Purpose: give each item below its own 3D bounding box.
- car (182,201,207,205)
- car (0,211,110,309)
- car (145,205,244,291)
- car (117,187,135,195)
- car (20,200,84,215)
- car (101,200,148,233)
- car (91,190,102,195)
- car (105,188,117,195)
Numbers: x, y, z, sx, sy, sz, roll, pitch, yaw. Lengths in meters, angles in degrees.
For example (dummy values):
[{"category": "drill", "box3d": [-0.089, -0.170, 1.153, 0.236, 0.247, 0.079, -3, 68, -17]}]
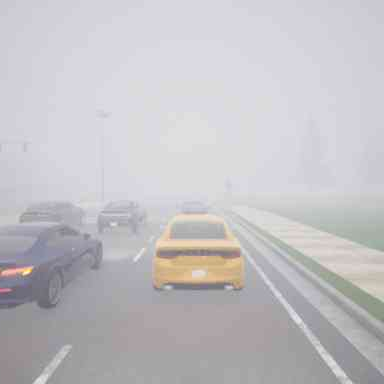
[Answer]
[{"category": "car", "box3d": [0.125, 1.190, 17.852, 1.812, 1.442, 4.674, 0, 1, -1]}, {"category": "car", "box3d": [-3.396, 1.385, 7.407, 1.812, 1.442, 4.674, 0, 1, 1]}, {"category": "car", "box3d": [0.130, 1.314, 8.617, 1.882, 1.535, 5.008, 0, 1, 0]}, {"category": "car", "box3d": [-16.025, -0.153, 80.918, 2.097, 1.767, 4.553, 0, 1, 0]}, {"category": "car", "box3d": [-6.934, 1.186, 17.039, 1.837, 1.490, 4.892, 0, 1, 0]}, {"category": "car", "box3d": [-3.434, 1.171, 17.054, 2.128, 1.511, 4.902, 0, 1, 0]}, {"category": "car", "box3d": [-23.025, 0.089, 80.854, 1.895, 1.301, 4.718, 0, 1, 0]}, {"category": "car", "box3d": [-19.525, 0.033, 80.891, 2.033, 1.411, 5.357, 0, 1, 0]}]
